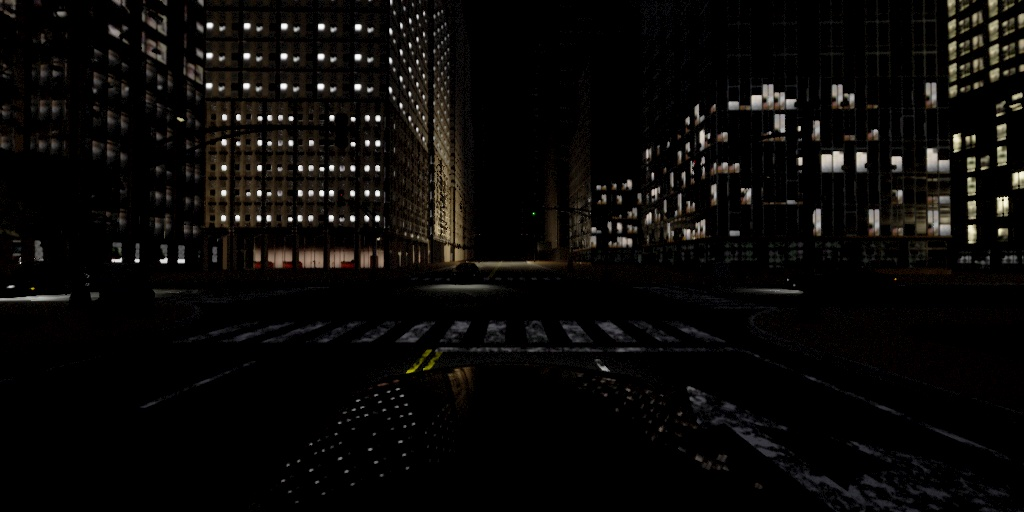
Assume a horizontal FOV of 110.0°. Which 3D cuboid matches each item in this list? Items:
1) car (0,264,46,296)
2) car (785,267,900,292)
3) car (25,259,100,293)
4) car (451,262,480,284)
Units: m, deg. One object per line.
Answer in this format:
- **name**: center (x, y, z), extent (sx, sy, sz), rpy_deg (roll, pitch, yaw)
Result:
- **car**: center (-24.520, 1.204, 16.209), extent (4.181, 1.385, 1.994), rpy_deg (0, -1, 2)
- **car**: center (19.313, 1.339, 21.082), extent (5.357, 1.411, 2.033), rpy_deg (0, -1, 2)
- **car**: center (-24.027, 1.039, 19.451), extent (4.553, 1.767, 2.097), rpy_deg (0, -1, 2)
- **car**: center (-3.588, 1.283, 28.354), extent (1.882, 1.535, 5.008), rpy_deg (0, 1, -1)
